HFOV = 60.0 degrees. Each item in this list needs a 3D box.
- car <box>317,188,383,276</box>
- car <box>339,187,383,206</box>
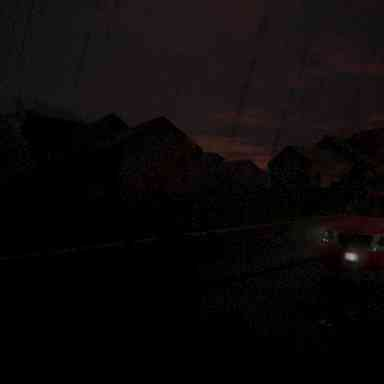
[{"bbox_3d":[5.628,0.952,8.736,5.566,2.045,2.150,-2,1,-36],"label":"car"},{"bbox_3d":[14.821,0.374,28.408,1.845,1.501,3.633,-2,1,-39],"label":"car"}]
